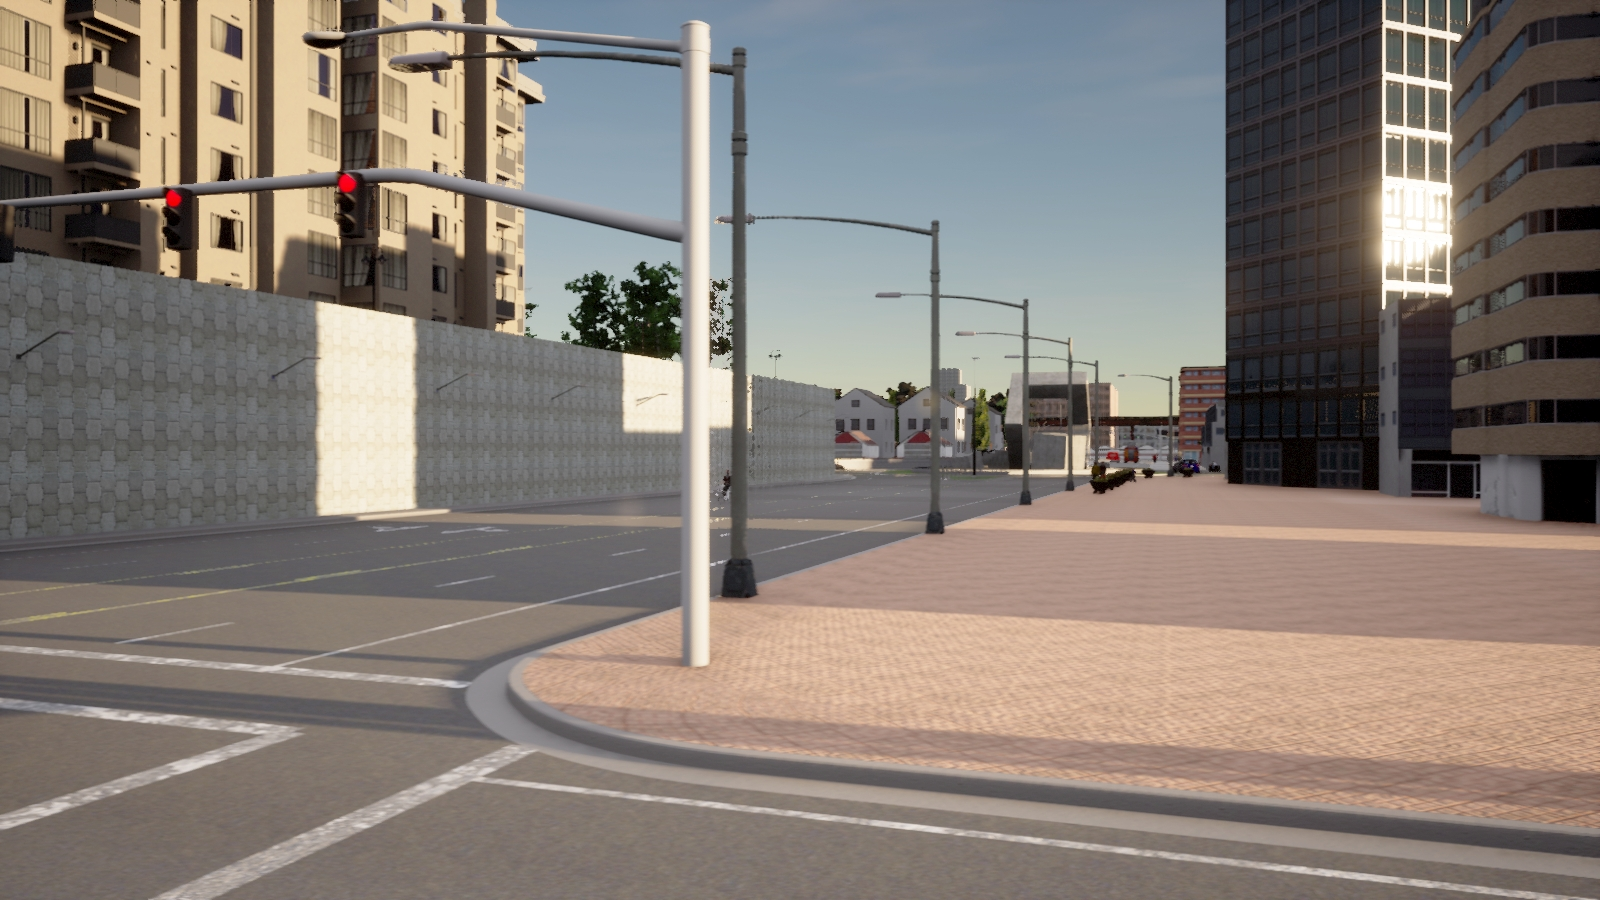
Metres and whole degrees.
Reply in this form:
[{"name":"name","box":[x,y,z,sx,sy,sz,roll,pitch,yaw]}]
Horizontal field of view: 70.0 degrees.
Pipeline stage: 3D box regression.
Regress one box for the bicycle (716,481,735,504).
[{"name":"bicycle","box":[-3.899,2.234,59.963,0.329,1.126,1.835,0,0,20]}]
